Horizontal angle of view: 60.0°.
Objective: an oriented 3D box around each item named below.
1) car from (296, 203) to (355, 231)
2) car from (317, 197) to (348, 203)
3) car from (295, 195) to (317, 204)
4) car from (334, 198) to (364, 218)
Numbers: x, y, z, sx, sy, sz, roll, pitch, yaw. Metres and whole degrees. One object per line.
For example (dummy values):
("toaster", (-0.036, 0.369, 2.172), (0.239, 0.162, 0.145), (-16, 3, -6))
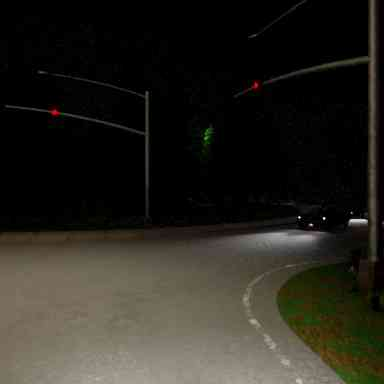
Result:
("car", (8.311, 1.574, 20.792), (1.895, 1.301, 4.718), (0, 0, 42))
("car", (16.522, 1.478, 39.048), (1.837, 1.490, 4.892), (0, 0, 8))
("car", (19.488, 1.325, 56.404), (2.097, 1.767, 4.553), (0, 0, -16))
("car", (13.811, 1.537, 29.127), (1.994, 1.385, 4.181), (0, 0, 22))
